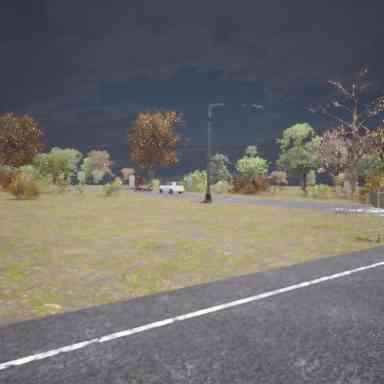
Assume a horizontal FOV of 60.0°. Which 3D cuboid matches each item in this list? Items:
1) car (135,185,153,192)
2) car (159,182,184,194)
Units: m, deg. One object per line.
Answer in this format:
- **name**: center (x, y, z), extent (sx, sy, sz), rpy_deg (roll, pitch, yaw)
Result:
- **car**: center (-9.609, -0.654, 65.607), extent (1.895, 1.301, 4.718), rpy_deg (0, 2, -36)
- **car**: center (-3.532, -0.699, 57.124), extent (2.150, 2.045, 5.566), rpy_deg (0, 2, -36)
